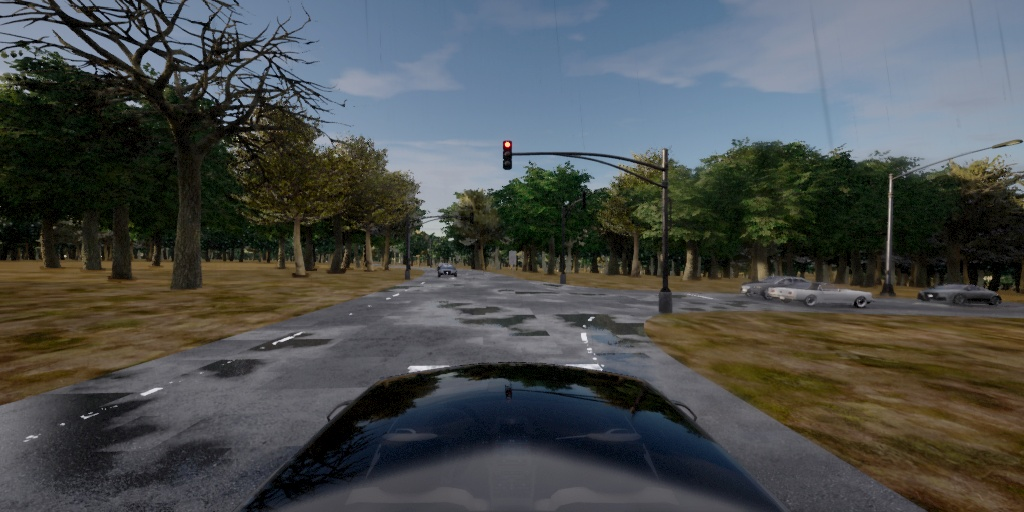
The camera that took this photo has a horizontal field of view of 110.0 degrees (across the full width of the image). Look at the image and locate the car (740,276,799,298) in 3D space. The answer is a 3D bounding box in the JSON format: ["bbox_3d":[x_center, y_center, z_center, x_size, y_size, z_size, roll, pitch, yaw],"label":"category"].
[{"bbox_3d":[17.846,2.084,23.936,4.902,1.511,2.128,2,0,-5],"label":"car"}]

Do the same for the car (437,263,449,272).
[{"bbox_3d":[-12.280,1.948,63.376,1.837,1.490,4.892,0,-1,-15],"label":"car"}]

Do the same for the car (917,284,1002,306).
[{"bbox_3d":[30.659,2.612,24.653,4.181,1.385,1.994,2,0,-3],"label":"car"}]

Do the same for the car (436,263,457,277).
[{"bbox_3d":[-7.136,1.619,39.692,1.994,1.385,4.181,0,-1,-10],"label":"car"}]

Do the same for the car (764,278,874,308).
[{"bbox_3d":[17.436,2.149,20.296,4.718,1.301,1.895,2,0,-3],"label":"car"}]
